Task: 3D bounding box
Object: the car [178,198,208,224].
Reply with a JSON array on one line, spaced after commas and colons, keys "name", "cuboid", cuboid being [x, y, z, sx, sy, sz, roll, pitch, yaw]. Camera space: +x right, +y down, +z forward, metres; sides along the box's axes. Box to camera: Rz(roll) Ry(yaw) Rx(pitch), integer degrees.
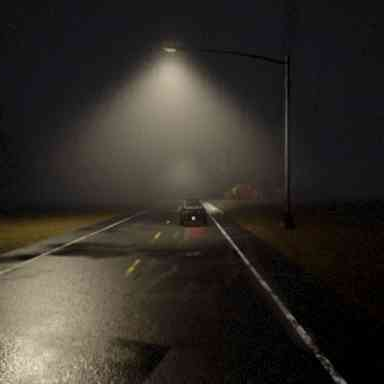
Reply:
[{"name": "car", "cuboid": [0.099, 1.456, 24.102, 1.837, 1.490, 4.892, 0, 0, 0]}]
